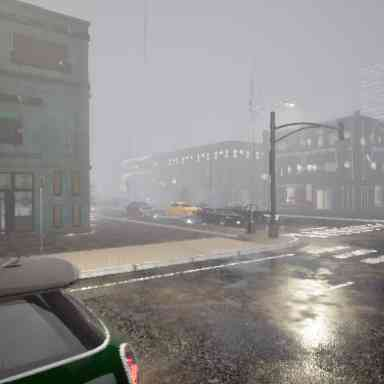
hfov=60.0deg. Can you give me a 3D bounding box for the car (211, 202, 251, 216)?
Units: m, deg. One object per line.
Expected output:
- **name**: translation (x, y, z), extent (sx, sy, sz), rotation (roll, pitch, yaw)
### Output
- **car**: translation (4.291, 1.809, 36.937), extent (2.008, 1.369, 4.403), rotation (-2, 0, -35)

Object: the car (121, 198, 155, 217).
- **car**: translation (-5.752, 1.846, 36.735), extent (1.967, 1.590, 4.097), rotation (-1, 0, -35)

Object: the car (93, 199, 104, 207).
- **car**: translation (-19.488, 2.190, 66.864), extent (2.128, 1.511, 4.902), rotation (-1, 0, -35)

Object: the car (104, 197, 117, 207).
- **car**: translation (-14.566, 1.940, 64.278), extent (2.192, 1.841, 5.009), rotation (-1, 0, -35)

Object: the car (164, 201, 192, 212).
- **car**: translation (-1.991, 1.966, 46.050), extent (1.802, 1.307, 4.206), rotation (-1, 0, -35)

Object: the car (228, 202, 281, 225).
- **car**: translation (4.769, 1.702, 26.075), extent (2.128, 1.511, 4.902), rotation (-1, 0, -33)

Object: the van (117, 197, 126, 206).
- **van**: translation (-11.424, 1.907, 59.721), extent (1.690, 1.788, 3.998), rotation (-1, 0, -35)

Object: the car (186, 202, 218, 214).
- **car**: translation (1.150, 1.903, 41.494), extent (1.802, 1.307, 4.206), rotation (-1, 0, -35)

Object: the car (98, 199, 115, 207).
- **car**: translation (-17.703, 2.228, 68.835), extent (1.887, 1.381, 4.507), rotation (-1, 0, -35)

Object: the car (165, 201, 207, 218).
- **car**: translation (-0.917, 1.803, 34.305), extent (1.882, 1.535, 5.008), rotation (-1, 0, -34)

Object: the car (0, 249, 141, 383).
- **car**: translation (-2.565, 1.351, 1.880), extent (4.553, 1.767, 2.097), rotation (0, 0, -35)

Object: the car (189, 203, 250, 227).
- **car**: translation (2.028, 1.814, 25.242), extent (1.947, 1.339, 4.313), rotation (-1, 0, -35)
